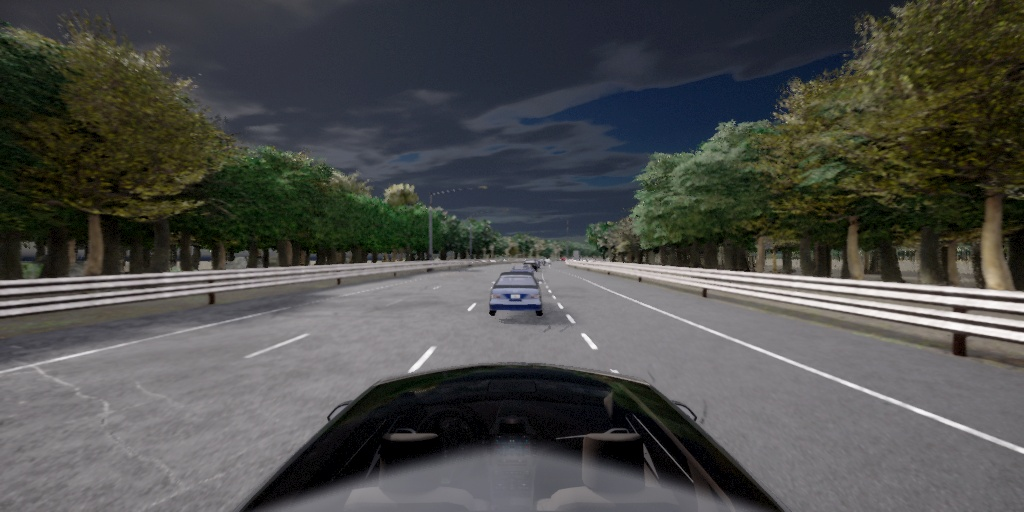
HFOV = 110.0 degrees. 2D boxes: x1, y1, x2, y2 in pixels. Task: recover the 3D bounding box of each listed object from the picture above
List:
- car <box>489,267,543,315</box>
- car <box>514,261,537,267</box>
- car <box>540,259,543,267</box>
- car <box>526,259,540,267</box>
[{"bbox_3d":[0.177,1.300,13.615,2.033,1.411,5.357,0,0,2],"label":"car"},{"bbox_3d":[0.945,1.359,30.616,1.895,1.301,4.718,0,0,4],"label":"car"},{"bbox_3d":[3.689,1.336,59.496,1.812,1.442,4.674,0,0,7],"label":"car"},{"bbox_3d":[2.603,1.259,50.091,1.882,1.535,5.008,0,0,6],"label":"car"}]
